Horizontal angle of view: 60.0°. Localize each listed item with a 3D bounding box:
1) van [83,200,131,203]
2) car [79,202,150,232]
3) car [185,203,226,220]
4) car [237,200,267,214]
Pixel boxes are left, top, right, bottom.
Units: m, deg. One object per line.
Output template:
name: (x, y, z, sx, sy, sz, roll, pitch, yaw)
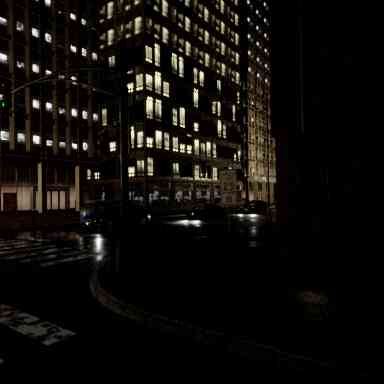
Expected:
van: (-5.988, 1.460, 23.505, 1.690, 1.788, 3.998, -2, -1, 36)
car: (-4.646, 1.571, 20.970, 1.837, 1.490, 4.892, -1, -1, 33)
car: (1.216, 1.649, 29.072, 1.994, 1.385, 4.181, -1, -1, 36)
car: (7.115, 1.631, 37.259, 1.812, 1.442, 4.674, -1, -1, 36)
